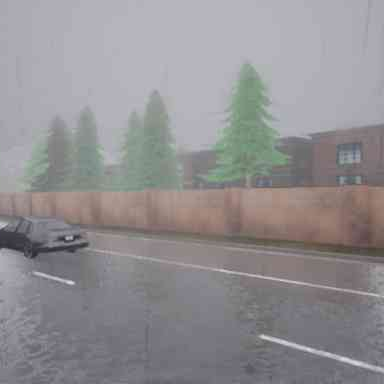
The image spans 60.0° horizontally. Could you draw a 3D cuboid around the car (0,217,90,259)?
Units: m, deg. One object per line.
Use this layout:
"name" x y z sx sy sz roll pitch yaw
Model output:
"car" -6.343 1.712 13.418 5.357 1.411 2.033 -1 -1 38
